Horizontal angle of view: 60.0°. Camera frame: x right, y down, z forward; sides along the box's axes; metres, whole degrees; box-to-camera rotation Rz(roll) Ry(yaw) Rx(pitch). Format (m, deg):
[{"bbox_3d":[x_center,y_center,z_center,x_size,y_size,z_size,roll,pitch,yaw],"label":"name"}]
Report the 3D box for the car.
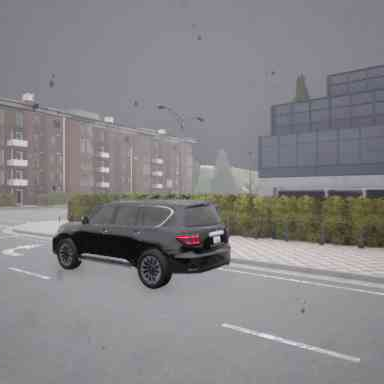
[{"bbox_3d":[-1.597,1.221,9.415,5.566,2.045,2.150,0,0,35],"label":"car"}]
